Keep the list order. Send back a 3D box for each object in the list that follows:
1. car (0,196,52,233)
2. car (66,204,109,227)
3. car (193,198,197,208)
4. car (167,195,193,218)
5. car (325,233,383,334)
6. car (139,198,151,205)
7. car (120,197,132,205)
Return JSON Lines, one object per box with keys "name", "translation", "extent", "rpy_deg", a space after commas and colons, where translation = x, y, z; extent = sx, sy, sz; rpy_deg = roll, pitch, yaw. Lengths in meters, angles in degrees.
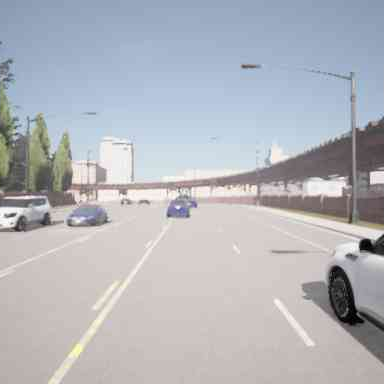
{"name": "car", "translation": [-10.600, 1.264, 20.438], "extent": [2.150, 2.045, 5.566], "rpy_deg": [0, 0, 0]}
{"name": "car", "translation": [-7.097, 1.574, 23.069], "extent": [1.812, 1.442, 4.674], "rpy_deg": [0, 0, 0]}
{"name": "car", "translation": [-0.214, 1.635, 50.823], "extent": [1.812, 1.442, 4.674], "rpy_deg": [0, 0, -4]}
{"name": "car", "translation": [-1.225, 1.417, 31.415], "extent": [2.097, 1.767, 4.553], "rpy_deg": [0, 0, 0]}
{"name": "car", "translation": [3.599, 1.230, 3.989], "extent": [2.150, 2.045, 5.566], "rpy_deg": [0, 0, 0]}
{"name": "car", "translation": [-9.007, 1.817, 63.434], "extent": [1.994, 1.385, 4.181], "rpy_deg": [0, -1, -10]}
{"name": "car", "translation": [-12.381, 1.725, 62.523], "extent": [2.128, 1.511, 4.902], "rpy_deg": [0, -1, -10]}
